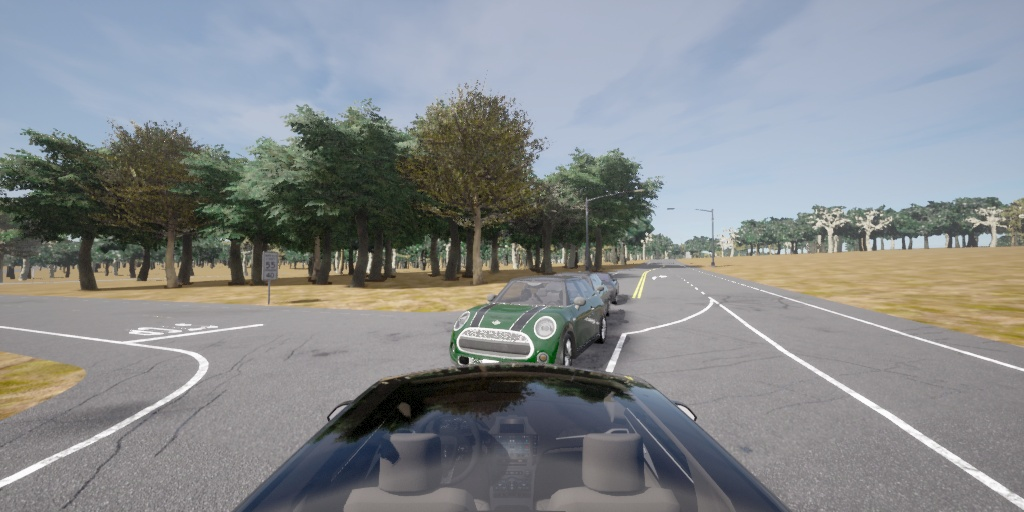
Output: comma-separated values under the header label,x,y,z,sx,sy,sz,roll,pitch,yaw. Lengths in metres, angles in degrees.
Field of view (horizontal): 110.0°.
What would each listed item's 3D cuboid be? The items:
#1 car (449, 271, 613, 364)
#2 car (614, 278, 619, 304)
label,x,y,z,sx,sy,sz,roll,pitch,yaw
car,0.627,1.217,7.763,2.097,1.767,4.553,-1,-2,26
car,4.236,1.508,17.800,1.994,1.385,4.181,-1,0,19
